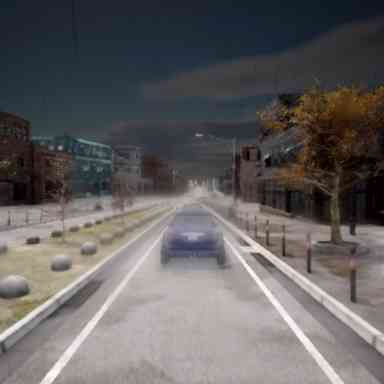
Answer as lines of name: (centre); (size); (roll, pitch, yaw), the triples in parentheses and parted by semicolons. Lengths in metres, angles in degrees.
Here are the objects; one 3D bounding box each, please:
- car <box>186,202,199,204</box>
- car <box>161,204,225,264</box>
car: (0.049, 1.700, 27.610); (2.097, 1.767, 4.553); (0, -1, 0)
car: (0.047, 1.504, 12.607); (2.097, 1.767, 4.553); (0, -1, 0)
